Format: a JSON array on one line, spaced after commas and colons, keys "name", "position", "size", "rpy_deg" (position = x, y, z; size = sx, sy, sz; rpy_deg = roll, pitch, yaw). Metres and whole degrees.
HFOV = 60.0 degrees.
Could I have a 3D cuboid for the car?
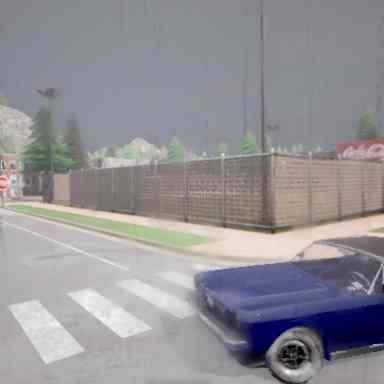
[{"name": "car", "position": [2.346, 1.409, 4.901], "size": [4.718, 1.301, 1.895], "rpy_deg": [-1, 2, -17]}]
